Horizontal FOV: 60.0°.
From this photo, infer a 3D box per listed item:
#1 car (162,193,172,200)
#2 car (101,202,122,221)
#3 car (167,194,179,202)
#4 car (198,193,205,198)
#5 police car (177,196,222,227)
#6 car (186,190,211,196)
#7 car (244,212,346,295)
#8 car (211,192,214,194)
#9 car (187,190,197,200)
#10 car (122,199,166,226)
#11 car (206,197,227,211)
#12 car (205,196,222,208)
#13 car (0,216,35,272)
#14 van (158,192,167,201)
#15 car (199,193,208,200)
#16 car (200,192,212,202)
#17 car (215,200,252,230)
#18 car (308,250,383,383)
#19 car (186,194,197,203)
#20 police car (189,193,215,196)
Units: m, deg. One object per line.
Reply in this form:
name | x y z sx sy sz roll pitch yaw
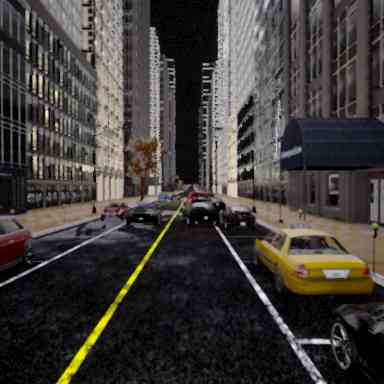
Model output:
car | -5.728 1.039 76.701 2.008 1.369 4.403 0 0 0
car | -5.706 1.421 25.423 1.802 1.307 4.206 0 0 0
car | -3.055 1.116 62.487 1.812 1.442 4.674 0 0 1
car | 2.645 0.884 93.967 1.752 1.417 4.829 0 0 0
police car | 0.447 1.285 22.015 1.930 1.638 5.238 0 0 -9
car | 0.544 0.979 37.994 2.150 2.045 5.566 0 0 -2
car | 2.681 1.471 8.497 1.752 1.417 4.829 0 0 0
car | 2.661 0.965 53.909 2.192 1.841 5.009 0 0 0
car | -0.032 0.613 72.529 2.150 2.045 5.566 0 0 0
car | -3.108 1.423 22.207 1.994 1.385 4.181 0 0 0
car | 2.669 1.331 36.816 1.947 1.339 4.313 0 0 0
car | 2.667 1.272 42.514 1.887 1.381 4.507 0 0 0
car | -5.700 1.387 8.329 1.967 1.590 4.097 0 0 0
van | -5.725 0.911 65.307 1.690 1.788 3.998 0 0 0
car | 2.652 1.033 76.703 1.887 1.381 4.507 0 0 0
car | 2.656 0.885 65.305 2.192 1.841 5.009 0 0 0
car | 2.677 1.426 19.722 2.008 1.369 4.403 0 0 0
car | 2.684 1.549 2.629 1.947 1.339 4.313 0 0 0
car | -0.025 1.150 57.502 1.812 1.442 4.674 0 0 0
police car | 0.886 1.221 32.116 1.930 1.638 5.238 0 0 0
